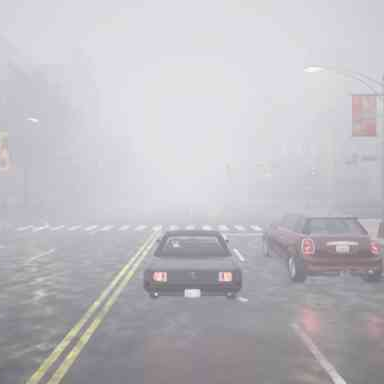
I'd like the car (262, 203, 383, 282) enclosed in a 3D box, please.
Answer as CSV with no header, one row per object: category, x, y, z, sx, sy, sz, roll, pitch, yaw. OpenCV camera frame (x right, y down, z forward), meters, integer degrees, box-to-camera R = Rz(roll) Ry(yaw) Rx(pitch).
car,3.507,1.338,9.873,2.097,1.767,4.553,0,0,0

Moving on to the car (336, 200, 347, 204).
car,22.699,1.484,45.958,5.357,1.411,2.033,0,0,0

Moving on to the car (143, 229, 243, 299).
car,0.015,1.589,8.392,1.895,1.301,4.718,0,0,0

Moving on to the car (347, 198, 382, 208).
car,22.619,1.505,42.458,4.181,1.385,1.994,0,0,0
